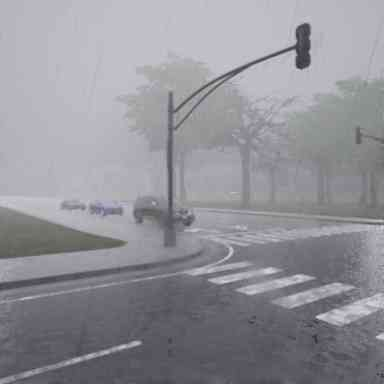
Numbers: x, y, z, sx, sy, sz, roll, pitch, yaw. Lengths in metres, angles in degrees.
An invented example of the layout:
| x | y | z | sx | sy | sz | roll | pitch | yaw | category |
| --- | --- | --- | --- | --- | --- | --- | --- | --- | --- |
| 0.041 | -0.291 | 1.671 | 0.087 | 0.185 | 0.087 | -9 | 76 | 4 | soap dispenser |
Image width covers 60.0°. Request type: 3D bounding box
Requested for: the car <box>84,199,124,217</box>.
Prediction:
| x | y | z | sx | sy | sz | roll | pitch | yaw | category |
| --- | --- | --- | --- | --- | --- | --- | --- | --- | --- |
| -8.061 | 1.439 | 31.065 | 1.882 | 1.535 | 5.008 | 0 | 0 | -36 | car |

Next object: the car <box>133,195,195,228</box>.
| x | y | z | sx | sy | sz | roll | pitch | yaw | category |
| --- | --- | --- | --- | --- | --- | --- | --- | --- | --- |
| -2.067 | 1.219 | 22.818 | 2.150 | 2.045 | 5.566 | 0 | 0 | -36 | car |

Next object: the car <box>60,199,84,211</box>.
| x | y | z | sx | sy | sz | roll | pitch | yaw | category |
| --- | --- | --- | --- | --- | --- | --- | --- | --- | --- |
| -14.127 | 1.477 | 39.424 | 2.033 | 1.411 | 5.357 | 0 | 0 | -36 | car |
